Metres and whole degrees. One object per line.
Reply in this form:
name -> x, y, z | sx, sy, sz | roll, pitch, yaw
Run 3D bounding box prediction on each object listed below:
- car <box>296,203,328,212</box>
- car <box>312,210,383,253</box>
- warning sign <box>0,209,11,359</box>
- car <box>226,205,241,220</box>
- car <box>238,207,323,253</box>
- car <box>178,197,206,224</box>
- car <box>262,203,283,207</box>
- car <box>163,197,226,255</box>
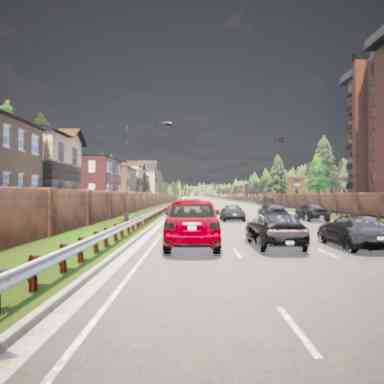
car -> 10.509, 1.780, 29.296 | 1.837, 1.490, 4.892 | 0, 0, 0
car -> 7.006, 1.698, 14.273 | 1.994, 1.385, 4.181 | 0, 0, 0
warning sign -> -3.049, 1.152, 3.866 | 1.300, 1.860, 1.060 | 0, -1, 0
car -> 3.509, 1.837, 29.273 | 1.994, 1.385, 4.181 | 0, 0, 0
car -> 3.506, 1.626, 14.291 | 2.128, 1.511, 4.902 | 0, 0, 0
car -> 0.006, 1.487, 29.018 | 2.150, 2.045, 5.566 | 0, 0, 0
car -> 7.009, 1.780, 29.303 | 1.837, 1.490, 4.892 | 0, 0, 0
car -> 0.003, 1.348, 14.019 | 2.150, 2.045, 5.566 | 0, 0, 0
